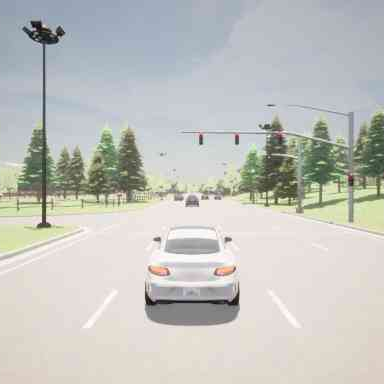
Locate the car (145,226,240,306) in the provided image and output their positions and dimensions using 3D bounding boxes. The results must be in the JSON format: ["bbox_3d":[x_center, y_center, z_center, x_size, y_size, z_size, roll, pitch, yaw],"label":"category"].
[{"bbox_3d":[0.016,1.526,7.917,1.812,1.442,4.674,0,0,0],"label":"car"}]

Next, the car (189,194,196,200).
[{"bbox_3d":[0.114,1.332,92.853,1.837,1.490,4.892,0,0,0],"label":"car"}]

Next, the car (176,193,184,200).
[{"bbox_3d":[-3.386,1.187,92.827,2.097,1.767,4.553,0,0,0],"label":"car"}]

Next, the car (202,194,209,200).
[{"bbox_3d":[3.614,1.355,93.232,2.097,1.767,4.553,0,0,0],"label":"car"}]

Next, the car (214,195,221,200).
[{"bbox_3d":[7.114,1.525,93.258,2.128,1.511,4.902,0,0,0],"label":"car"}]

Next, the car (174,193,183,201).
[{"bbox_3d":[-3.398,1.544,82.821,1.994,1.385,4.181,0,0,0],"label":"car"}]

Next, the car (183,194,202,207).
[{"bbox_3d":[0.063,1.352,51.790,2.097,1.767,4.553,0,0,0],"label":"car"}]

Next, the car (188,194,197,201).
[{"bbox_3d":[0.102,1.347,82.820,2.097,1.767,4.553,0,0,0],"label":"car"}]
